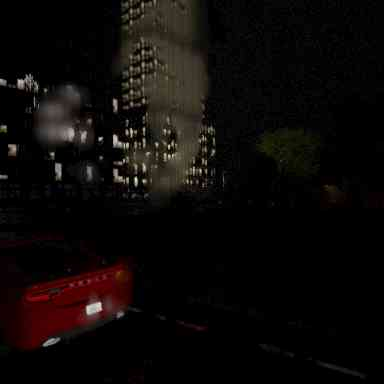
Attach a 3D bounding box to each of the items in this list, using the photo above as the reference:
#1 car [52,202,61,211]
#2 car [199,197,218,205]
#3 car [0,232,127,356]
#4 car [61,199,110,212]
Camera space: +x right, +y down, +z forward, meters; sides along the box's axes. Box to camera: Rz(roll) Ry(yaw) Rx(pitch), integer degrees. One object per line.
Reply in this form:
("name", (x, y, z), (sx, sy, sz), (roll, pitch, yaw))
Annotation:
("car", (-14.999, 1.587, 41.505), (2.128, 1.511, 4.902), (-1, -1, 37))
("car", (2.540, 1.625, 59.219), (2.033, 1.411, 5.357), (-1, -1, 37))
("car", (-3.385, 1.477, 6.099), (5.008, 1.535, 1.882), (0, 0, 36))
("car", (-12.326, 1.597, 39.656), (2.033, 1.411, 5.357), (-1, -1, 37))
